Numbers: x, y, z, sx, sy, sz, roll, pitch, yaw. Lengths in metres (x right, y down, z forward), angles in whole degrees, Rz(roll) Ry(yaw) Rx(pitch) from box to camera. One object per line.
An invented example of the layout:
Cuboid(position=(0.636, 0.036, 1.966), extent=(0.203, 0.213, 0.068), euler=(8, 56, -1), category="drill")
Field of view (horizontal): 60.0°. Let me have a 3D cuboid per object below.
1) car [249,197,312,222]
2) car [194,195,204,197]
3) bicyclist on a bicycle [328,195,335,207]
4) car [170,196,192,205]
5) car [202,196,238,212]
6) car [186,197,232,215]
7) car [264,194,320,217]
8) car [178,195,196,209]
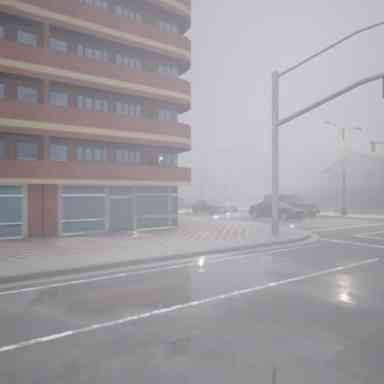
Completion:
Cuboid(position=(6.808, 1.469, 26.972), extent=(1.882, 1.535, 5.008), euler=(0, 0, -34), category="car")
Cuboid(position=(0.728, 1.337, 62.452), extent=(2.097, 1.767, 4.553), euler=(0, 0, -35), category="car")
Cuboid(position=(19.295, 1.283, 45.856), extent=(1.656, 1.620, 0.582), euler=(0, 0, -35), category="bicyclist on a bicycle")
Cuboid(position=(-2.124, 1.512, 60.506), extent=(1.812, 1.442, 4.674), euler=(0, 0, -34), category="car")
Cuboid(position=(3.256, 1.516, 38.348), extent=(1.812, 1.442, 4.674), euler=(0, 0, -35), category="car")
Cuboid(position=(1.685, 1.517, 34.449), extent=(1.812, 1.442, 4.674), euler=(0, 0, -35), category="car")
Cuboid(position=(8.794, 1.211, 30.302), extent=(2.150, 2.045, 5.566), euler=(0, 0, -34), category="car")
Cuboid(position=(-1.989, 1.495, 45.951), extent=(1.837, 1.490, 4.892), euler=(0, 0, -34), category="car")
